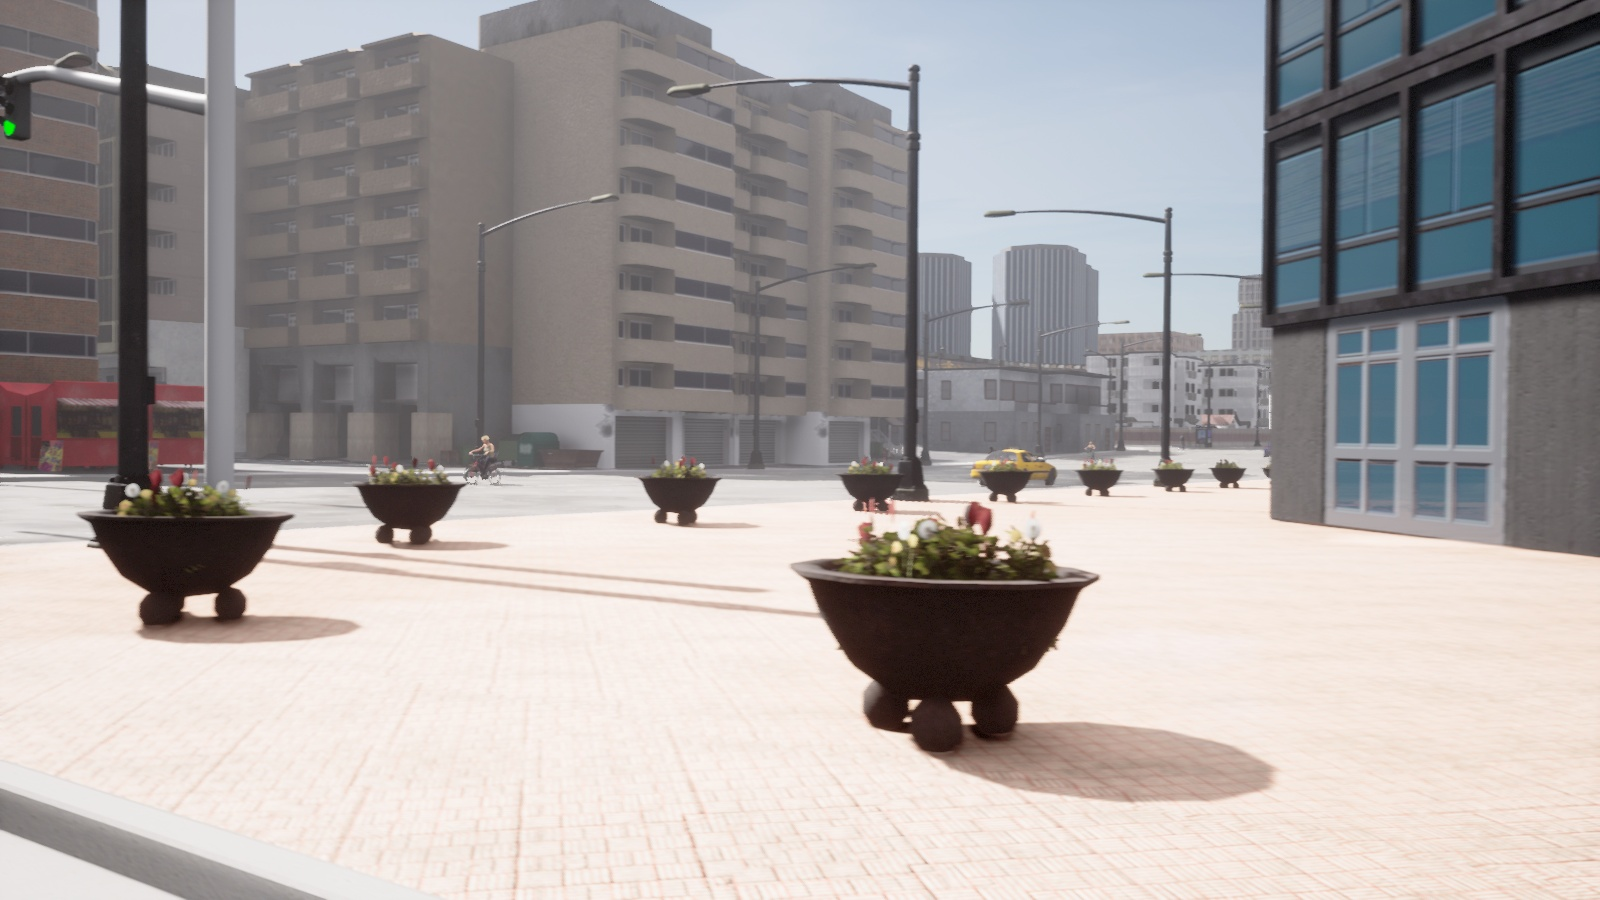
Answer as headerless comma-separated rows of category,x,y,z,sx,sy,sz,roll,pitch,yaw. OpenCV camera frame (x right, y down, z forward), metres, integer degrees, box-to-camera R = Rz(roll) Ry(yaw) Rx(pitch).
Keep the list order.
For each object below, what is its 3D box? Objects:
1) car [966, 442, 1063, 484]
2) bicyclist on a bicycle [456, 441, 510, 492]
car,8.637,0.484,50.183,1.801,1.575,5.366,0,0,33
bicyclist on a bicycle,-10.221,0.515,40.505,0.866,1.612,1.509,0,0,33
